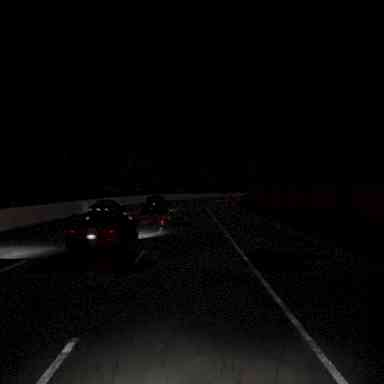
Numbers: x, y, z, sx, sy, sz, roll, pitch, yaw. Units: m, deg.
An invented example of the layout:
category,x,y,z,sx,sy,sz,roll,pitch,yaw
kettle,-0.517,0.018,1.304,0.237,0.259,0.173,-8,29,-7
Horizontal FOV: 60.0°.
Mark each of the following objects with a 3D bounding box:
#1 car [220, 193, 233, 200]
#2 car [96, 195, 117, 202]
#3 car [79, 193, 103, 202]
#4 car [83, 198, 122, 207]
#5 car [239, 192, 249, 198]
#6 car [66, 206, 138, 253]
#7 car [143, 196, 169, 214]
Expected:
category,x,y,z,sx,sy,sz,roll,pitch,yaw
car,7.554,0.925,73.123,1.801,1.575,5.366,0,0,22
car,-15.514,1.162,60.614,1.895,1.301,4.718,0,0,11
car,-18.784,1.046,62.085,2.128,1.511,4.902,0,0,11
car,-6.901,1.351,26.968,2.033,1.411,5.357,0,0,0
car,14.234,0.781,88.808,1.812,1.442,4.674,0,0,33
car,-3.400,1.467,13.223,1.994,1.385,4.181,0,0,0
car,-3.401,1.119,32.063,2.097,1.767,4.553,0,0,0
